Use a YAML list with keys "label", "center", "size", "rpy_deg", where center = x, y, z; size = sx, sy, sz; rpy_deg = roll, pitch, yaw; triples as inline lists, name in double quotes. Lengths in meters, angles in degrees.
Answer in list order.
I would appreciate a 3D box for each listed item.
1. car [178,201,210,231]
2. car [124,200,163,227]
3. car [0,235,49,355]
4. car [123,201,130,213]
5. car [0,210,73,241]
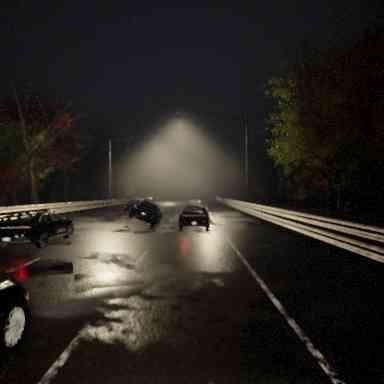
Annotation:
- label: "car"
  center: [0.145, 1.579, 21.398]
  size: [2.128, 1.511, 4.902]
  rpy_deg: [0, 0, 0]
- label: "car"
  center: [-3.136, 1.407, 23.851]
  size: [1.994, 1.385, 4.181]
  rpy_deg: [25, 1, 0]
- label: "car"
  center: [-3.398, 1.522, 3.227]
  size: [1.837, 1.490, 4.892]
  rpy_deg: [0, 0, 0]
- label: "car"
  center: [-6.548, 1.686, 37.703]
  size: [1.812, 1.442, 4.674]
  rpy_deg: [0, 0, 0]
- label: "car"
  center: [-6.889, 1.560, 14.833]
  size: [2.128, 1.511, 4.902]
  rpy_deg: [0, 0, 0]
